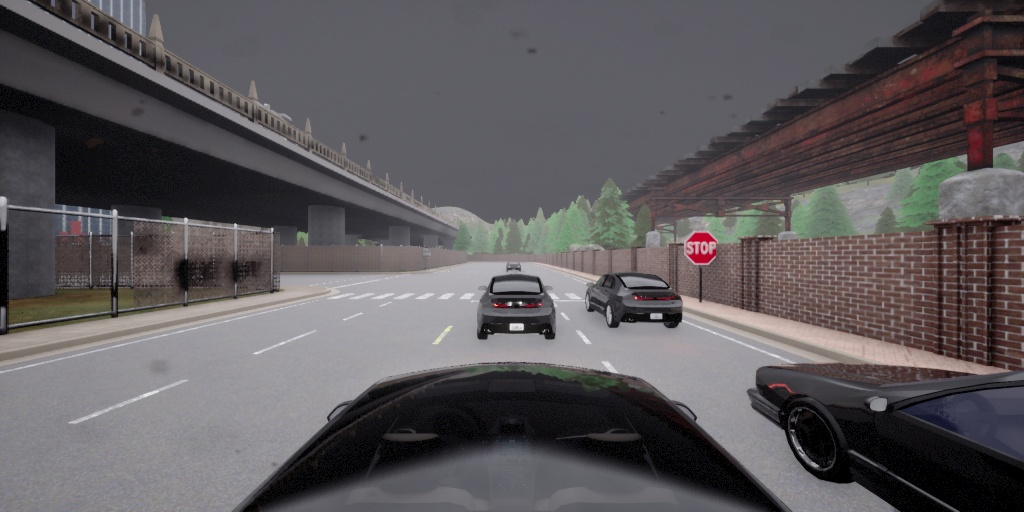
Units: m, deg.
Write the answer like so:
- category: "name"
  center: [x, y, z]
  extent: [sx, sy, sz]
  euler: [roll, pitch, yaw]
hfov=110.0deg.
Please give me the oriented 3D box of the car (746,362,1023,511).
- category: "car"
  center: [3.600, 1.297, 1.609]
  extent: [2.033, 1.411, 5.357]
  euler: [0, 0, 0]

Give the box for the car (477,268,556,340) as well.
- category: "car"
  center: [0.103, 1.255, 9.998]
  extent: [1.837, 1.490, 4.892]
  euler: [0, 0, 0]

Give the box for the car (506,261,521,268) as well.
- category: "car"
  center: [0.209, 1.351, 46.282]
  extent: [1.895, 1.301, 4.718]
  euler: [0, 0, -1]

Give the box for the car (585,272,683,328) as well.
- category: "car"
  center: [3.606, 1.255, 11.355]
  extent: [1.837, 1.490, 4.892]
  euler: [0, 0, 0]
